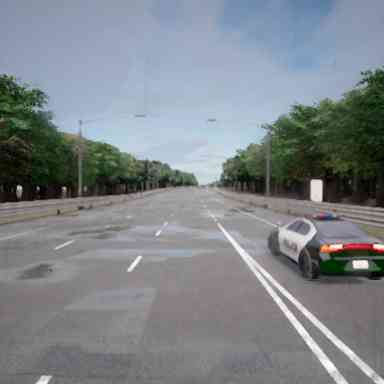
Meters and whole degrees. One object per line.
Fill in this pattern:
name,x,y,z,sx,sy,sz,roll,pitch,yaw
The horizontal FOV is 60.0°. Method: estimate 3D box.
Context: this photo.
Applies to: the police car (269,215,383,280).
police car,3.738,1.443,9.936,2.038,1.542,4.974,0,0,-2
